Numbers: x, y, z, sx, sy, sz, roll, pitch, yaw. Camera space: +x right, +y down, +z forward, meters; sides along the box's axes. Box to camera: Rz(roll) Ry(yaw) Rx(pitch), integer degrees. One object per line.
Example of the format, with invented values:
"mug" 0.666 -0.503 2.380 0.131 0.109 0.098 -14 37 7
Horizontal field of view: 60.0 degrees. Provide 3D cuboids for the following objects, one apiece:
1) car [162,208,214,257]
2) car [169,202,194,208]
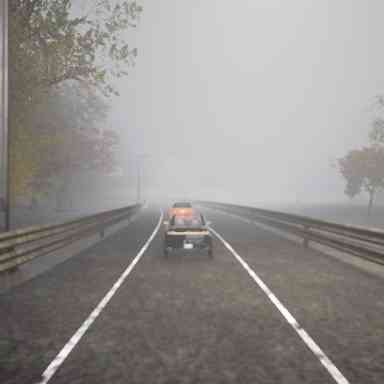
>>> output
"car" -0.179 1.623 13.582 2.128 1.511 4.902 0 0 -1
"car" -0.876 1.626 28.525 2.097 1.767 4.553 0 -1 -3
